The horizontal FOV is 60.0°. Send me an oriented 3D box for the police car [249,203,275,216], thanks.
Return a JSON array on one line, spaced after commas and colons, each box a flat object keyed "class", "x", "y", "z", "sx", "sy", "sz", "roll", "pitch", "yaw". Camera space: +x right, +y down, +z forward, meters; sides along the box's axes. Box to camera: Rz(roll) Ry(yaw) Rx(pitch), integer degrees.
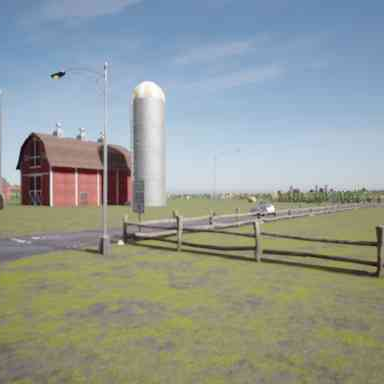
[{"class": "police car", "x": 8.833, "y": 2.172, "z": 41.351, "sx": 2.038, "sy": 1.542, "sz": 4.974, "roll": -1, "pitch": -1, "yaw": 35}]
